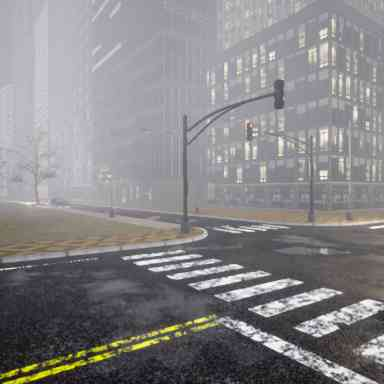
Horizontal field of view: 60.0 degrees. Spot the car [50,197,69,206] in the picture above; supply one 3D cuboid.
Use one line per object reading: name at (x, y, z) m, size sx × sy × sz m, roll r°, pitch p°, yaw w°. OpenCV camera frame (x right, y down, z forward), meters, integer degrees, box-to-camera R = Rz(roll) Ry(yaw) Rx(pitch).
car at (-21.668, 1.553, 54.255) m, size 2.033 × 1.411 × 5.357 m, roll 0°, pitch 0°, yaw -35°
